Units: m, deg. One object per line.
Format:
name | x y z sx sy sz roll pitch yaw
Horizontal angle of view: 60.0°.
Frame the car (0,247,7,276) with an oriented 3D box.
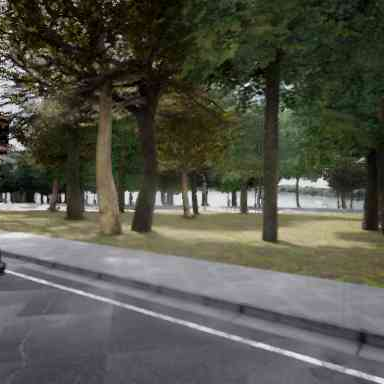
car | -6.780 1.487 8.458 5.357 1.411 2.033 0 0 36
